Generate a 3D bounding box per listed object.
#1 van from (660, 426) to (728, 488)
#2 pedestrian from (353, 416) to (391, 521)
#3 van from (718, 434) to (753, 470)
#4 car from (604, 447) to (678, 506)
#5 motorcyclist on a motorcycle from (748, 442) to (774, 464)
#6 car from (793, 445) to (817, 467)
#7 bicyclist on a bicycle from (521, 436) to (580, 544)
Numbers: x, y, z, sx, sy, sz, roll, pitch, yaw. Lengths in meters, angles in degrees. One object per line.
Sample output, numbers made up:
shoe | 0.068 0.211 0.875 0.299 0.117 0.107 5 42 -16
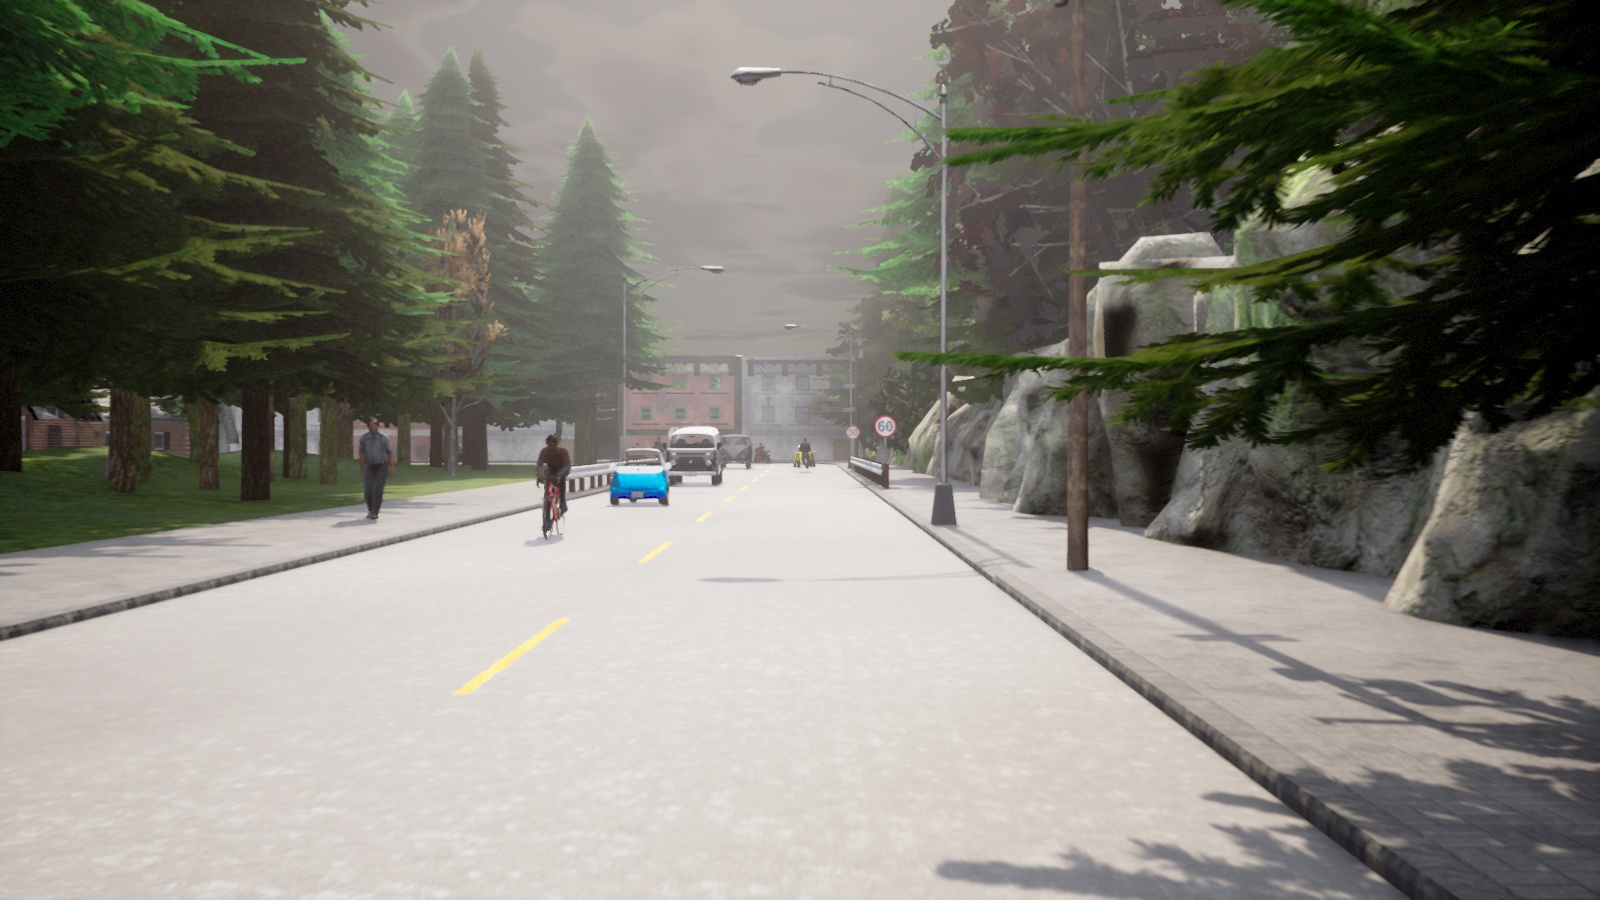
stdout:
van | -3.764 0.196 45.262 2.069 2.038 4.480 0 2 0
pedestrian | -7.621 0.324 22.378 0.540 1.848 0.694 0 0 -10
van | -3.718 0.087 72.633 1.775 1.987 4.442 0 0 0
car | -3.811 0.627 30.352 1.481 1.376 2.207 0 0 0
motorcyclist on a motorcycle | -2.754 0.226 89.145 0.797 1.523 2.044 -2 1 -36
car | 0.277 0.361 78.221 1.481 1.376 2.207 0 1 0
bicyclist on a bicycle | -3.872 0.586 19.582 0.582 1.620 1.656 0 1 0
